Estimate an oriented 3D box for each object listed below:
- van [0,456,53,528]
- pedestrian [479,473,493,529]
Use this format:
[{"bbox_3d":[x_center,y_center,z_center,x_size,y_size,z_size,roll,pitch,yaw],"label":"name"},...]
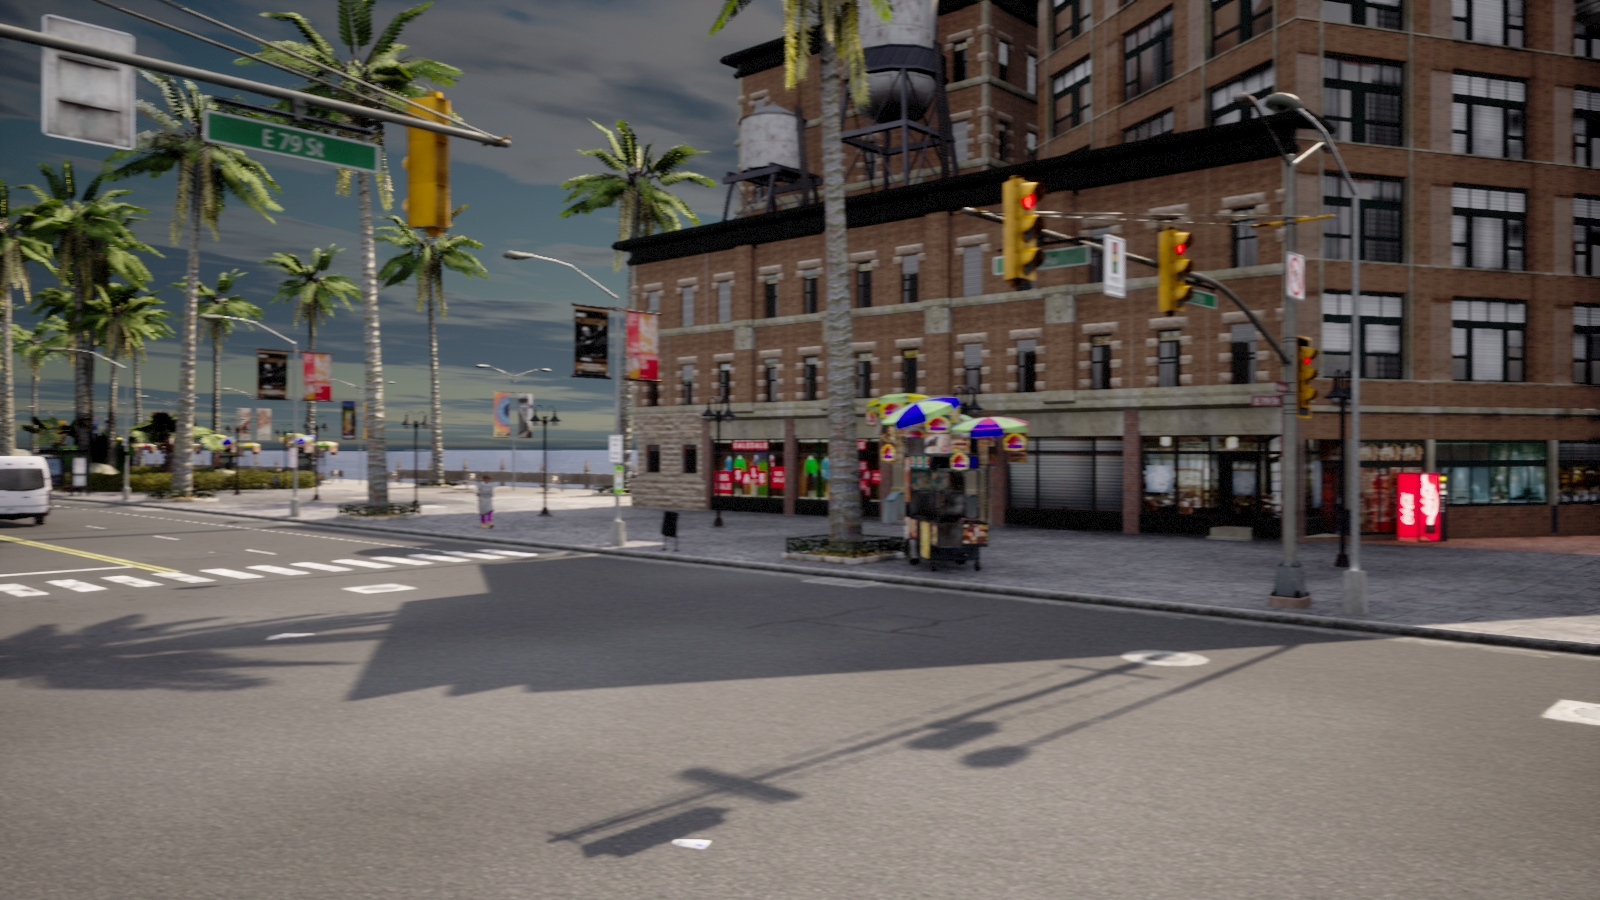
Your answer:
[{"bbox_3d":[-30.381,1.516,43.443,5.915,2.561,1.988,0,0,43],"label":"van"},{"bbox_3d":[-10.446,1.684,37.997,0.375,1.860,0.375,0,0,-29],"label":"pedestrian"}]
